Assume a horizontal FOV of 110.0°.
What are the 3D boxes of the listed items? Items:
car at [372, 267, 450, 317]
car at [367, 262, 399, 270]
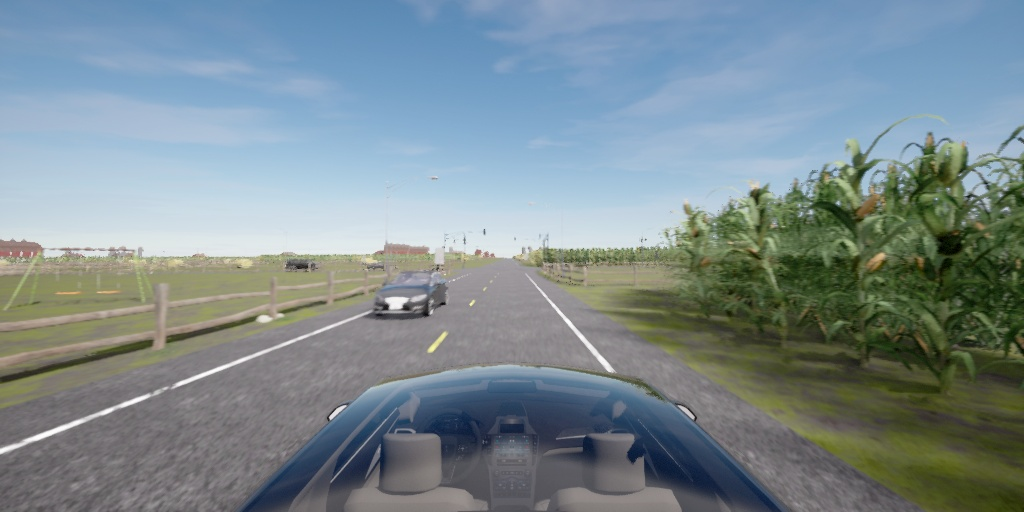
[{"bbox_3d":[-3.593,1.314,13.538,2.128,1.511,4.902,0,0,0],"label":"car"},{"bbox_3d":[-21.223,1.715,59.103,4.902,1.511,2.128,0,-1,-6],"label":"car"}]
